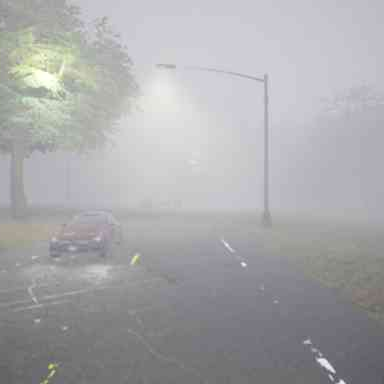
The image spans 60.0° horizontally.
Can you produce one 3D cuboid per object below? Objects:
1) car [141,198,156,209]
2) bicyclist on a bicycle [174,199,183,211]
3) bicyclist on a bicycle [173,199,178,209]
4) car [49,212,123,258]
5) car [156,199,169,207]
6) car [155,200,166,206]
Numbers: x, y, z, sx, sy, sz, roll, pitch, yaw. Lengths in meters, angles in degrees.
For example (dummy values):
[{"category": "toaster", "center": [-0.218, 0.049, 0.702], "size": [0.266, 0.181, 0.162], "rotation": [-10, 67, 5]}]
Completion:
[{"category": "car", "center": [-7.487, 1.830, 55.637], "size": [2.097, 1.767, 4.553], "rotation": [0, -1, -7]}, {"category": "bicyclist on a bicycle", "center": [-1.681, 1.768, 45.657], "size": [0.866, 1.612, 1.509], "rotation": [0, -1, -7]}, {"category": "bicyclist on a bicycle", "center": [-2.655, 1.905, 53.621], "size": [0.582, 1.620, 1.656], "rotation": [0, -1, -8]}, {"category": "car", "center": [-3.855, 1.530, 12.855], "size": [1.812, 1.442, 4.674], "rotation": [0, 0, -2]}, {"category": "car", "center": [-5.658, 2.207, 67.434], "size": [1.837, 1.490, 4.892], "rotation": [0, -3, -9]}, {"category": "car", "center": [-7.468, 2.524, 77.329], "size": [2.033, 1.411, 5.357], "rotation": [0, -2, -11]}]
